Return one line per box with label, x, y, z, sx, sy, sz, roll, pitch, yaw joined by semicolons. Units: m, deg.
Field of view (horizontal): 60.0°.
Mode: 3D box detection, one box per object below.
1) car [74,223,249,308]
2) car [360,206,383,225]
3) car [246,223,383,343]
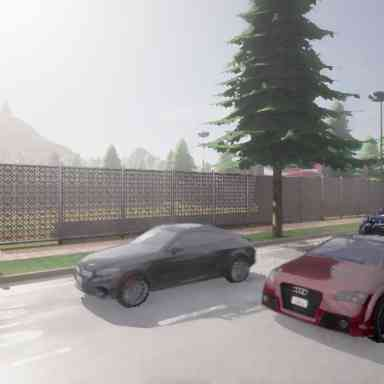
car;-0.409;1.526;8.088;4.674;1.442;1.812;0;0;-37
car;9.897;1.351;15.822;4.553;1.767;2.097;0;0;-37
car;3.304;1.563;6.502;4.181;1.385;1.994;0;0;-37
